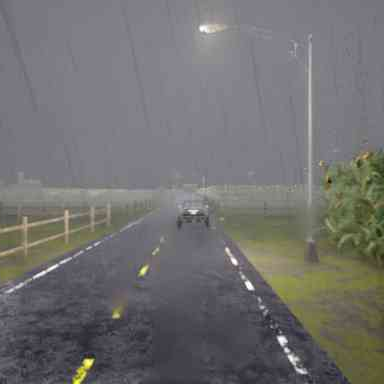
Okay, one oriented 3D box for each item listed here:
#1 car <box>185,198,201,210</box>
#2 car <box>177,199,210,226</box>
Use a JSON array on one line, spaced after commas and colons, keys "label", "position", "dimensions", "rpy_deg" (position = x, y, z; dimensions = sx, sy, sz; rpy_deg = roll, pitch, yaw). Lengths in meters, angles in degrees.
[{"label": "car", "position": [0.097, 1.542, 42.798], "dimensions": [1.994, 1.385, 4.181], "rpy_deg": [0, 0, 0]}, {"label": "car", "position": [0.097, 1.346, 23.322], "dimensions": [2.097, 1.767, 4.553], "rpy_deg": [0, 0, 0]}]
